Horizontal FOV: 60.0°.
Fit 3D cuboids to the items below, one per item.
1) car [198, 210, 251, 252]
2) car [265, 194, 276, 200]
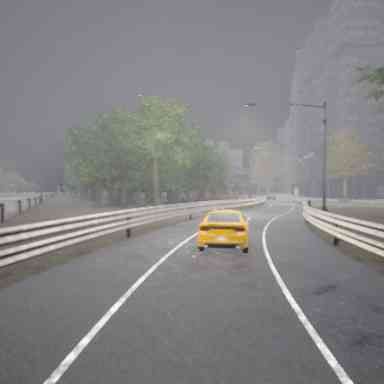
[{"bbox_3d":[1.448,1.482,14.080,1.882,1.535,5.008,0,0,10],"label":"car"},{"bbox_3d":[20.831,1.317,88.381,2.097,1.767,4.553,0,0,3],"label":"car"}]
